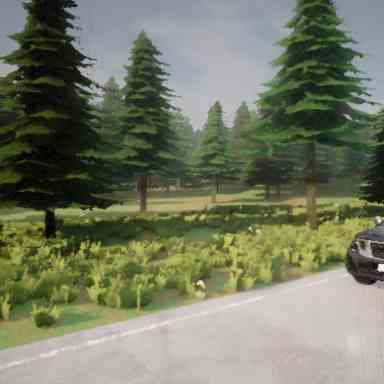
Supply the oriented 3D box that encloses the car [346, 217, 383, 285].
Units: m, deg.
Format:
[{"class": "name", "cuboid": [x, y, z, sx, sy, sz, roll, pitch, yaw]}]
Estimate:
[{"class": "car", "cuboid": [6.214, 1.220, 8.354, 5.566, 2.045, 2.150, 0, 0, -35]}]
